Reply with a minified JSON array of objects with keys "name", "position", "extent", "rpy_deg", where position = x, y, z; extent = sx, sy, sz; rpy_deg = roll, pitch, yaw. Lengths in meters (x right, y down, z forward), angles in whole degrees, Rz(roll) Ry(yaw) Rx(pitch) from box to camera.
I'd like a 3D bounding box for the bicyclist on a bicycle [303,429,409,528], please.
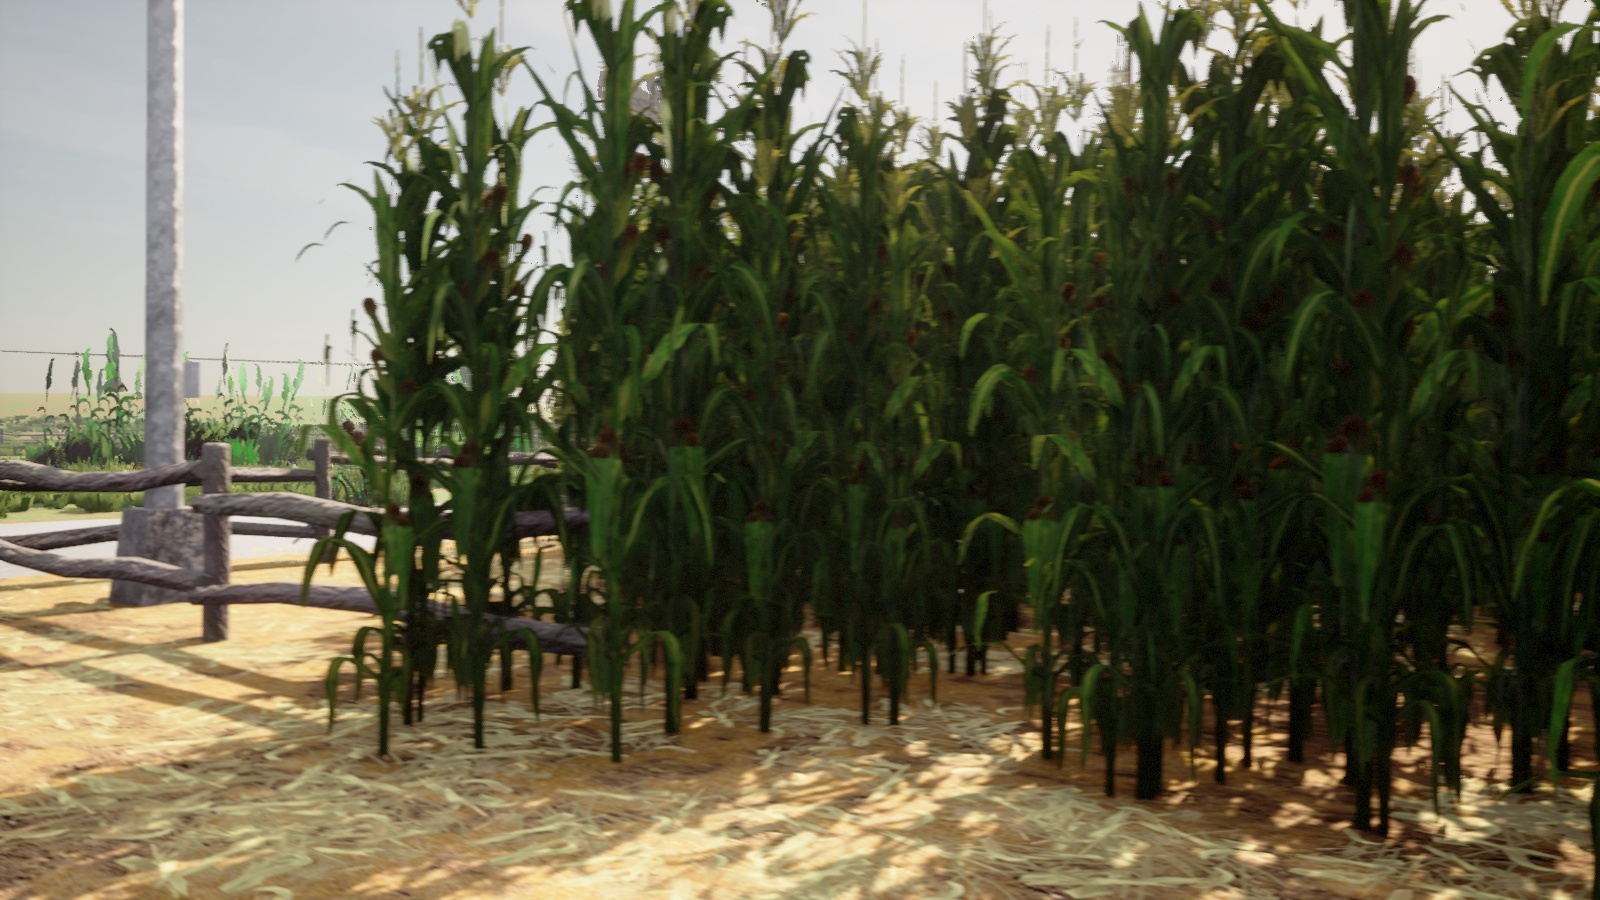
[{"name":"bicyclist on a bicycle","position":[-7.589,0.460,21.527],"extent":[0.582,1.620,1.656],"rpy_deg":[0,1,34]}]
